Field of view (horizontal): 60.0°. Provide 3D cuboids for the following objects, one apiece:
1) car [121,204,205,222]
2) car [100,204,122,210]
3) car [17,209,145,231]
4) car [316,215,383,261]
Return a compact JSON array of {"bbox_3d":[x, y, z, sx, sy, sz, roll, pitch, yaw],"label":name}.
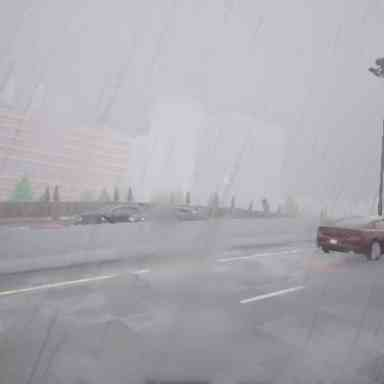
[{"bbox_3d":[-1.445,1.582,20.161,4.902,1.511,2.128,2,-1,-35],"label":"car"},{"bbox_3d":[-4.910,1.533,21.988,4.902,1.511,2.128,2,-1,-35],"label":"car"},{"bbox_3d":[-4.595,1.578,13.613,4.718,1.301,1.895,0,0,-36],"label":"car"},{"bbox_3d":[6.936,1.671,12.999,5.008,1.535,1.882,3,-2,-35],"label":"car"}]
